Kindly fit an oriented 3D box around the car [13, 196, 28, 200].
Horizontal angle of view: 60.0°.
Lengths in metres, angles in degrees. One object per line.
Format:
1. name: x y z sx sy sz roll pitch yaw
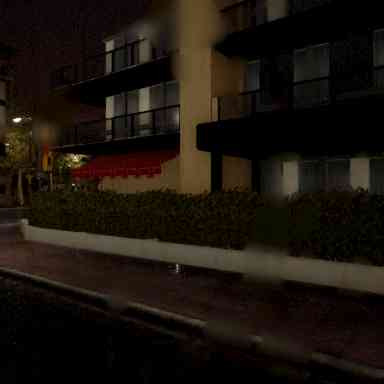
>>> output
1. car: -36.208 1.488 67.988 4.892 1.521 2.231 0 0 36
